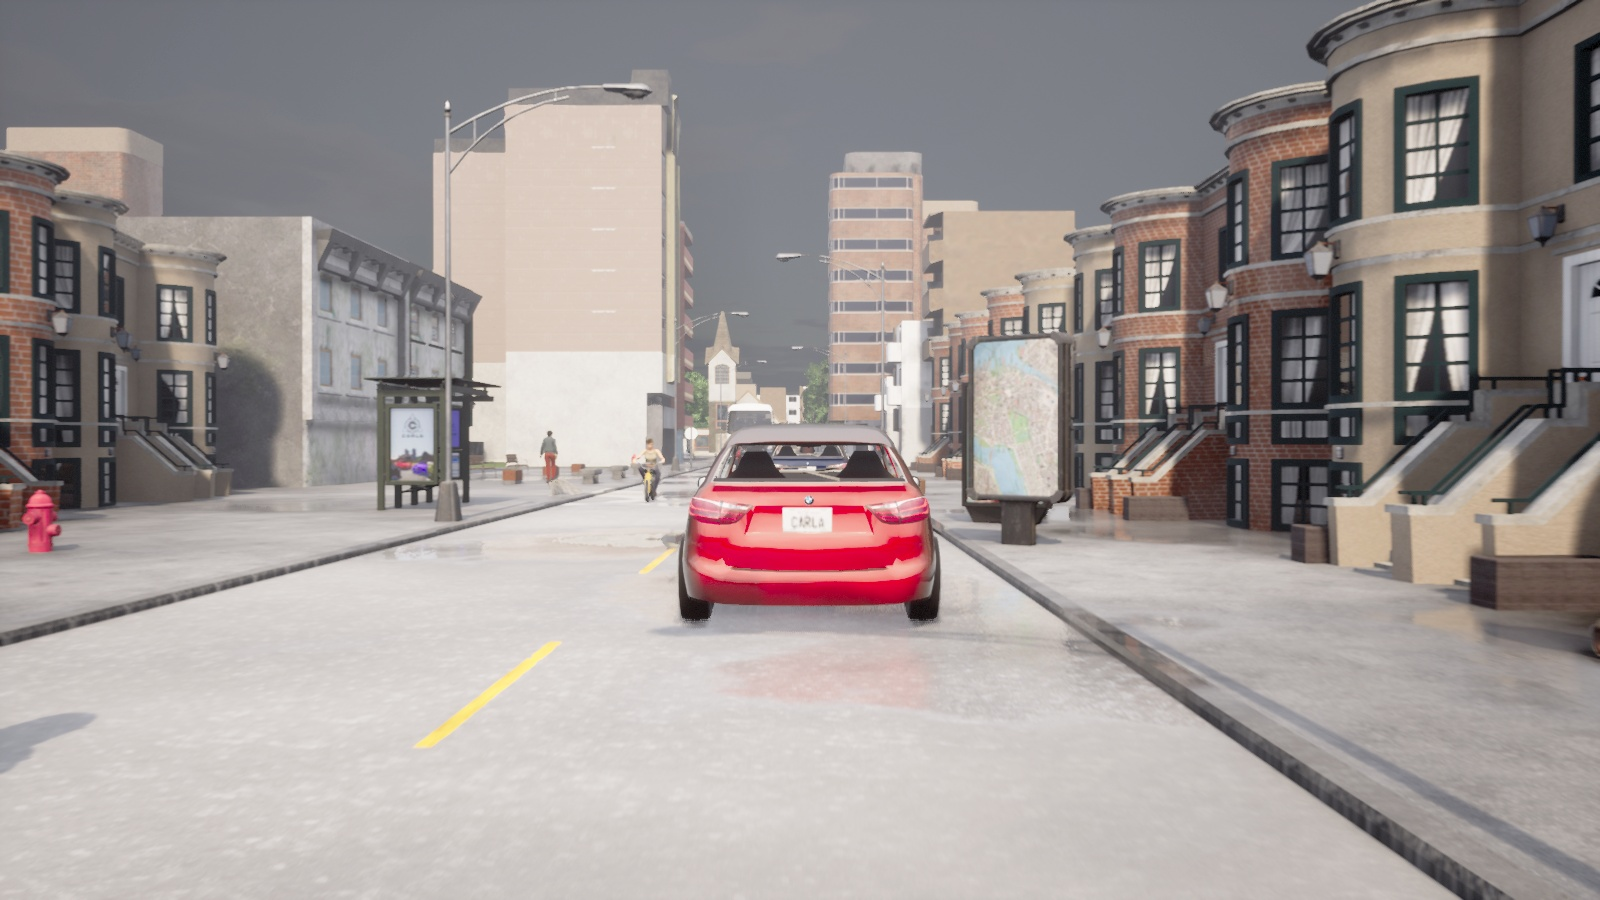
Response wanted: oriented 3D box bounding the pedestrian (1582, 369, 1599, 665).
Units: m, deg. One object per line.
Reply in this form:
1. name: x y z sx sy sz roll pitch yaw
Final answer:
1. pedestrian: 5.285 0.417 7.668 0.540 1.848 0.694 0 0 -8

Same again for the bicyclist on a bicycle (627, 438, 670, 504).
1. bicyclist on a bicycle: -3.798 0.502 31.560 0.866 1.612 1.509 0 0 1

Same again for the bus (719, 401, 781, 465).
1. bus: -3.394 -1.132 88.549 3.944 4.253 10.273 0 0 0

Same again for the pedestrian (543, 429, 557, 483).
1. pedestrian: -8.567 0.207 43.022 0.353 1.847 0.614 0 0 0

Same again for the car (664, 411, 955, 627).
1. car: 0.085 0.523 12.012 2.242 1.667 4.611 0 0 0

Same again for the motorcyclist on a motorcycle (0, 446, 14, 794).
1. motorcyclist on a motorcycle: -3.959 0.753 4.526 0.866 1.530 2.191 0 0 0
